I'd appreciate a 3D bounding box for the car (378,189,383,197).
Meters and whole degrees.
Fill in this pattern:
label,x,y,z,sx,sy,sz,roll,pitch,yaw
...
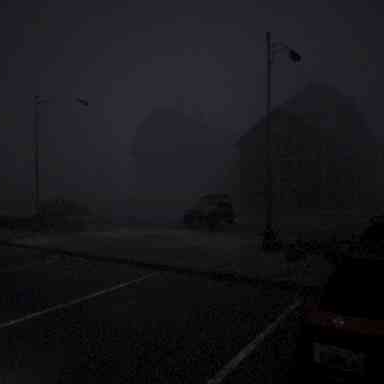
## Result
label,x,y,z,sx,sy,sz,roll,pitch,yaw
car,39.796,0.264,70.609,3.866,1.878,1.905,1,-6,-10

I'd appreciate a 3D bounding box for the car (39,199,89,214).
label,x,y,z,sx,sy,sz,roll,pitch,yaw
car,-10.525,1.329,27.414,1.816,1.474,4.193,0,1,33

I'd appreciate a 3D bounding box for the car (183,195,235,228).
label,x,y,z,sx,sy,sz,roll,pitch,yaw
car,1.167,1.124,20.676,1.905,1.878,3.866,0,1,33

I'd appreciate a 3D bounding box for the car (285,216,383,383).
label,x,y,z,sx,sy,sz,roll,pitch,yaw
car,2.681,1.256,4.027,1.932,1.855,4.605,0,1,33
